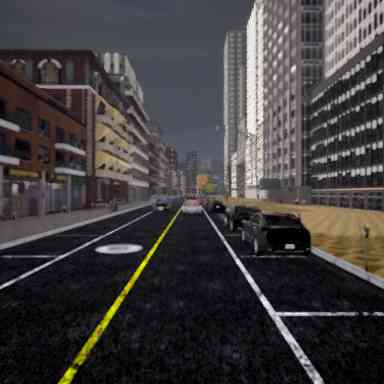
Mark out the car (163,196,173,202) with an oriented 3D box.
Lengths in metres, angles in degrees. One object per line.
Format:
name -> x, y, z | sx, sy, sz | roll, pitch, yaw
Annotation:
car -> -5.733, 1.629, 80.489 | 2.008, 1.369, 4.403 | 0, 0, 0

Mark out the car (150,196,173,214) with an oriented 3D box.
car -> -3.112, 1.510, 35.803 | 2.128, 1.511, 4.902 | 0, 0, 0

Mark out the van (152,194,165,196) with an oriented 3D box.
van -> -5.717, 1.378, 52.876 | 1.690, 1.788, 3.998 | 0, 0, 0

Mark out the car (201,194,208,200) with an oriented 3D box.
car -> 2.667, 1.471, 47.357 | 1.967, 1.590, 4.097 | 0, 0, 0

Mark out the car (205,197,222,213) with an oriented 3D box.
car -> 2.673, 1.584, 36.311 | 1.947, 1.339, 4.313 | 0, 0, 0

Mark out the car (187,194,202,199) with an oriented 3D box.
car -> 0.033, 1.382, 47.680 | 2.097, 1.767, 4.553 | 0, 0, 0

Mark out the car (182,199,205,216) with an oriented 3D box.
car -> 0.014, 1.616, 32.992 | 1.895, 1.301, 4.718 | 0, 0, 1

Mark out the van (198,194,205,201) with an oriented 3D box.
van -> 2.642, 1.443, 91.541 | 1.690, 1.788, 3.998 | 0, 0, 0

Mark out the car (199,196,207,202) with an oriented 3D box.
car -> 2.648, 1.645, 80.494 | 1.947, 1.339, 4.313 | 0, 0, 0

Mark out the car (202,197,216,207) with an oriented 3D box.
car -> 2.664, 1.589, 52.880 | 2.008, 1.369, 4.403 | 0, 0, 0

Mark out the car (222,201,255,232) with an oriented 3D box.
car -> 3.128, 1.484, 20.082 | 1.882, 1.535, 5.008 | 0, 0, 0

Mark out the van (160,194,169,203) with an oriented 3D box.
van -> -5.726, 1.400, 69.444 | 1.690, 1.788, 3.998 | 0, 0, 0

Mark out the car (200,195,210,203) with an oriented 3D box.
car -> 2.655, 1.500, 69.448 | 1.967, 1.590, 4.097 | 0, 0, 0

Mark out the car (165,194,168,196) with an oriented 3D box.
car -> -5.720, 1.589, 58.399 | 1.887, 1.381, 4.507 | 0, 0, 0

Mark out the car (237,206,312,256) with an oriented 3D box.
car -> 3.138, 1.508, 13.082 | 1.837, 1.490, 4.892 | 0, 0, 0
